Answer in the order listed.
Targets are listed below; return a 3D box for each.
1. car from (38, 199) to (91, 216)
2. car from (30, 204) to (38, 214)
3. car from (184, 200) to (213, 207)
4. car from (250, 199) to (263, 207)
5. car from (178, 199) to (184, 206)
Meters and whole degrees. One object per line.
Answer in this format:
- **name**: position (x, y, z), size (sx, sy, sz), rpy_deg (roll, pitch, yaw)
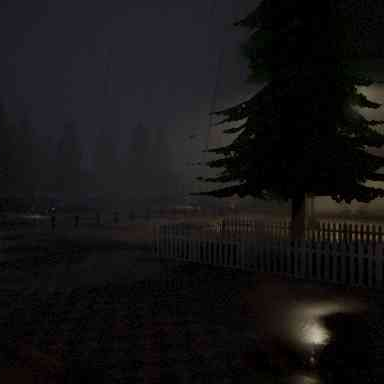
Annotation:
- **car**: position (-12.078, 1.510, 32.567), size (1.812, 1.442, 4.674), rpy_deg (0, 0, 35)
- **car**: position (-14.548, 1.487, 35.161), size (1.837, 1.490, 4.892), rpy_deg (0, 0, 36)
- **car**: position (1.349, 1.462, 51.206), size (1.882, 1.535, 5.008), rpy_deg (0, 0, 36)
- **car**: position (10.953, 1.340, 52.508), size (2.097, 1.767, 4.553), rpy_deg (0, 0, 36)
- **car**: position (0.074, 1.208, 55.387), size (2.150, 2.045, 5.566), rpy_deg (0, 0, 36)
